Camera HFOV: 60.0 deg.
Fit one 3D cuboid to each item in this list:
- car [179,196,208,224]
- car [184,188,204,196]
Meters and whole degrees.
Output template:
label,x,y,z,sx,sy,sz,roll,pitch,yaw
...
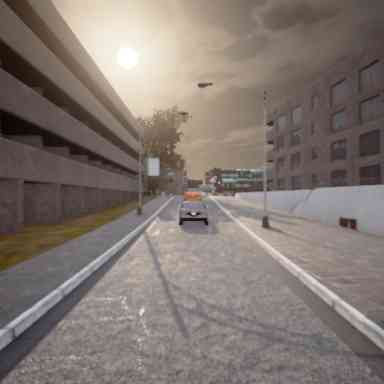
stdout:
label,x,y,z,sx,sy,sz,roll,pitch,yaw
car,0.095,1.230,21.698,2.033,1.411,5.357,0,2,0
car,0.091,0.282,40.871,2.097,1.767,4.553,0,2,0
